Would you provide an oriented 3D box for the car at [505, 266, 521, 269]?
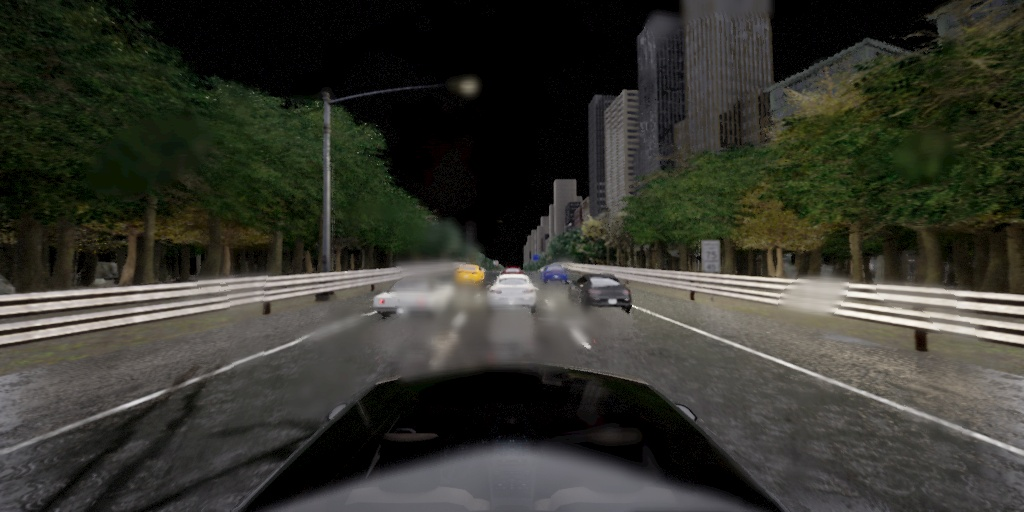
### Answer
[{"bbox_3d":[0.057,1.589,29.884,1.812,1.442,4.674,0,0,0],"label":"car"}]

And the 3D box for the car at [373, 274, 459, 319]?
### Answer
[{"bbox_3d":[-3.457,1.509,13.603,1.895,1.301,4.718,0,-1,1],"label":"car"}]

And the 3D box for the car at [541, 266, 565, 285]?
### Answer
[{"bbox_3d":[3.561,1.545,30.420,1.882,1.535,5.008,0,0,0],"label":"car"}]

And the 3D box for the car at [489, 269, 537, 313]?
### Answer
[{"bbox_3d":[0.053,1.448,14.895,1.812,1.442,4.674,0,0,0],"label":"car"}]

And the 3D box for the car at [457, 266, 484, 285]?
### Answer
[{"bbox_3d":[-3.438,1.546,30.445,1.882,1.535,5.008,0,0,1],"label":"car"}]

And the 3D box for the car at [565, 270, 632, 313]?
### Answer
[{"bbox_3d":[3.552,1.447,14.896,1.812,1.442,4.674,0,0,0],"label":"car"}]
